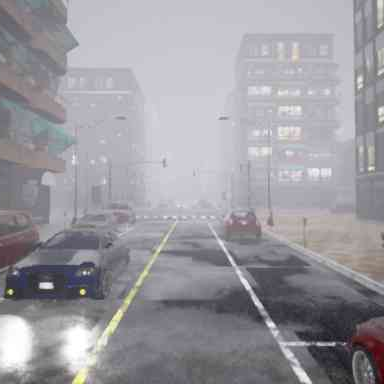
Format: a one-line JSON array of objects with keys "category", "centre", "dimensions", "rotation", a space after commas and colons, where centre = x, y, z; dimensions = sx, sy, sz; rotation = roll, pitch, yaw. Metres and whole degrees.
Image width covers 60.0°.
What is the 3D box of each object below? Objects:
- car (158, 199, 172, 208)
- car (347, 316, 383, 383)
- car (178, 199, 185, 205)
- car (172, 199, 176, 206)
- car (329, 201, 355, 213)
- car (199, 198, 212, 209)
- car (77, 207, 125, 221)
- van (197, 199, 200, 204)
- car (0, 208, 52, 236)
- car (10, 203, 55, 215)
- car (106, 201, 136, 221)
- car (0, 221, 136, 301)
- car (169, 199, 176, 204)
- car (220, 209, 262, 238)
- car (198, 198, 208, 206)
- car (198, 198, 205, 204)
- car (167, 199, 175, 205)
[{"category": "car", "centre": [-5.428, 2.307, 62.755], "dimensions": [2.008, 1.369, 4.403], "rotation": [1, -1, 0]}, {"category": "car", "centre": [2.644, 1.609, 2.182], "dimensions": [1.802, 1.307, 4.206], "rotation": [1, -1, 0]}, {"category": "car", "centre": [-2.739, 2.584, 86.076], "dimensions": [1.895, 1.301, 4.718], "rotation": [0, -1, 0]}, {"category": "car", "centre": [-5.297, 2.556, 79.727], "dimensions": [1.802, 1.307, 4.206], "rotation": [1, -1, 0]}, {"category": "car", "centre": [18.692, 1.823, 39.845], "dimensions": [4.097, 1.590, 1.967], "rotation": [0, -1, 1]}, {"category": "car", "centre": [2.711, 2.250, 60.299], "dimensions": [1.752, 1.417, 4.829], "rotation": [1, -1, 0]}, {"category": "car", "centre": [-5.440, 1.792, 19.193], "dimensions": [1.947, 1.339, 4.313], "rotation": [1, -1, 0]}, {"category": "van", "centre": [2.618, 2.242, 74.134], "dimensions": [1.690, 1.788, 3.998], "rotation": [1, -1, 0]}, {"category": "car", "centre": [-5.439, 1.408, 7.903], "dimensions": [2.192, 1.841, 5.009], "rotation": [1, -1, 0]}, {"category": "car", "centre": [-19.333, 2.018, 40.439], "dimensions": [4.403, 1.369, 2.008], "rotation": [0, -1, 1]}, {"category": "car", "centre": [-5.437, 1.608, 24.842], "dimensions": [2.192, 1.841, 5.009], "rotation": [1, -1, 0]}, {"category": "car", "centre": [-2.848, 1.664, 8.495], "dimensions": [1.994, 1.385, 4.181], "rotation": [0, -1, 0]}, {"category": "car", "centre": [-5.296, 2.703, 91.041], "dimensions": [1.802, 1.307, 4.206], "rotation": [1, -1, 0]}, {"category": "car", "centre": [2.708, 1.665, 19.140], "dimensions": [1.967, 1.590, 4.097], "rotation": [1, -1, 0]}, {"category": "car", "centre": [2.586, 2.290, 79.787], "dimensions": [2.192, 1.841, 5.009], "rotation": [1, -1, 0]}, {"category": "car", "centre": [2.586, 2.562, 91.097], "dimensions": [1.967, 1.590, 4.097], "rotation": [1, -1, 0]}, {"category": "car", "centre": [-5.296, 2.571, 85.215], "dimensions": [1.752, 1.417, 4.829], "rotation": [1, -1, 0]}]
